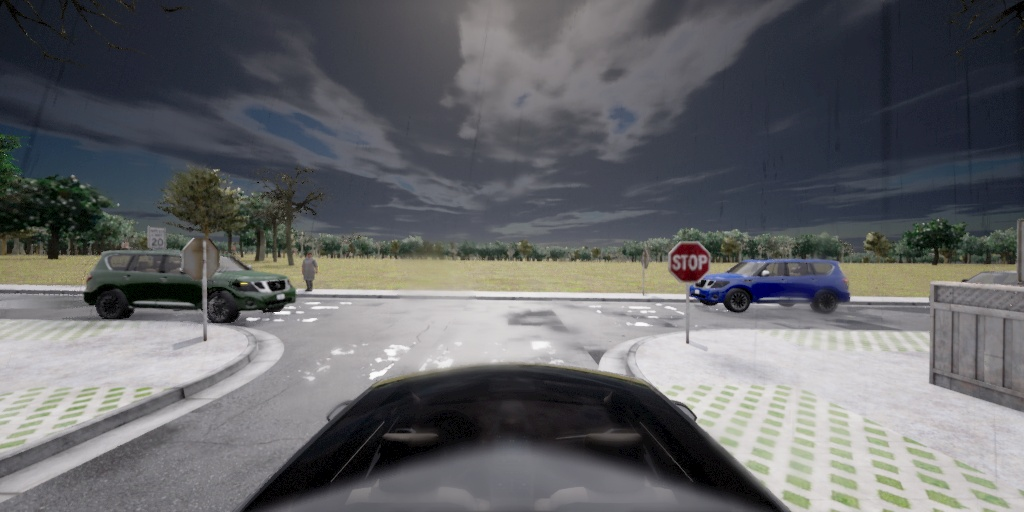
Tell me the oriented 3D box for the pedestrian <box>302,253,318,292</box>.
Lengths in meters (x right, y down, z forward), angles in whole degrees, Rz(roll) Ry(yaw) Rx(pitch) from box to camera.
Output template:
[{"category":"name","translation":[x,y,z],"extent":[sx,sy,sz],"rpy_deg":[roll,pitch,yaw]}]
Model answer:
[{"category":"pedestrian","translation":[-9.692,0.748,17.161],"extent":[0.375,1.860,0.375],"rpy_deg":[0,-1,0]}]

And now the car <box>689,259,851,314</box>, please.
[{"category":"car","translation":[10.181,1.123,14.368],"extent":[5.566,2.045,2.150],"rpy_deg":[1,0,0]}]

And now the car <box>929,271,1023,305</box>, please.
[{"category":"car","translation":[19.889,1.390,14.418],"extent":[4.553,1.767,2.097],"rpy_deg":[1,0,0]}]

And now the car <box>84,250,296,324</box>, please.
[{"category":"car","translation":[-9.797,0.852,11.119],"extent":[5.566,2.045,2.150],"rpy_deg":[1,0,4]}]
